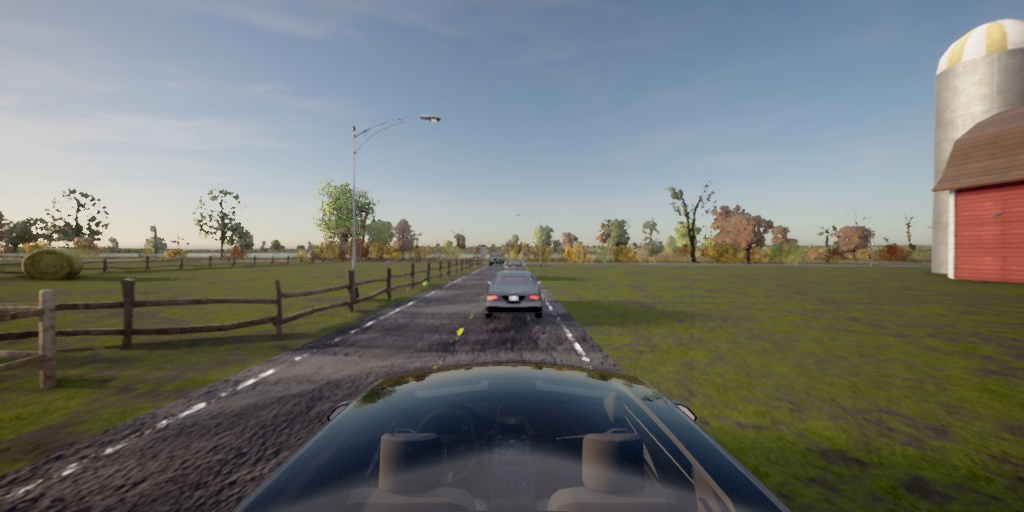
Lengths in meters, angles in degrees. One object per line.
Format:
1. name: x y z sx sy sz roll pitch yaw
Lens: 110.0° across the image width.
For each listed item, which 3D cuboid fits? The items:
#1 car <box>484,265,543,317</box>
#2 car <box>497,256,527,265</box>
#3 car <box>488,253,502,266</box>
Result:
1. car: 0.074 1.223 12.655 2.033 1.411 5.357 0 0 1
2. car: 0.181 1.040 29.807 2.128 1.511 4.902 0 0 1
3. car: -2.507 0.548 56.813 2.150 2.045 5.566 0 0 1
